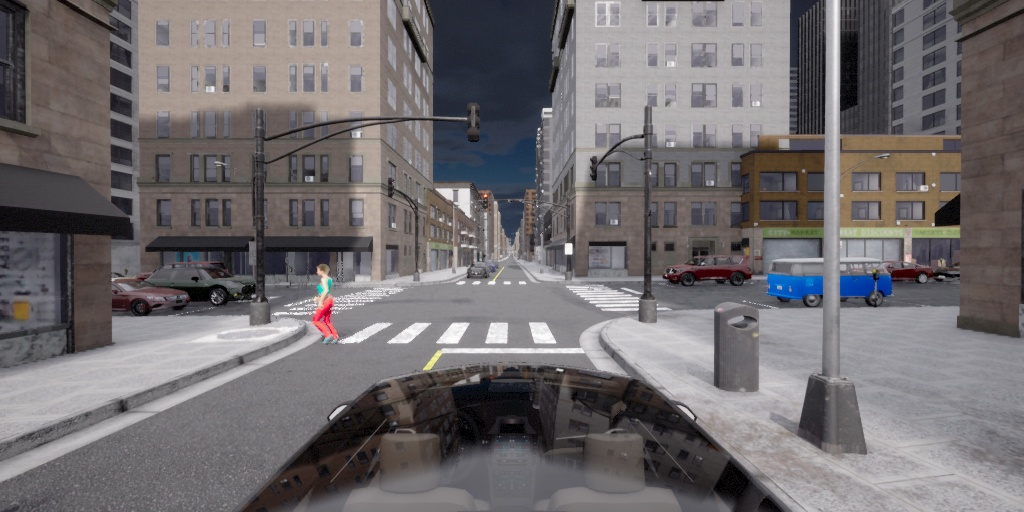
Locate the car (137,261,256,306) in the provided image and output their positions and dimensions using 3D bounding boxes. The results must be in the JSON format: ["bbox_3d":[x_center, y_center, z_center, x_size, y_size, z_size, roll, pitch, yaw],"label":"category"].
[{"bbox_3d":[-14.005,1.269,16.351,4.553,1.767,2.097,-1,0,0],"label":"car"}]

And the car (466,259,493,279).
[{"bbox_3d":[-3.083,1.259,33.387,1.837,1.490,4.892,0,0,0],"label":"car"}]

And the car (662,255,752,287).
[{"bbox_3d":[12.103,0.872,22.291,5.009,1.841,2.192,0,0,0],"label":"car"}]

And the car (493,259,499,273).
[{"bbox_3d":[-3.072,1.117,44.244,2.097,1.767,4.553,0,0,0],"label":"car"}]

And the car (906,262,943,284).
[{"bbox_3d":[23.321,0.964,22.315,4.507,1.381,1.888,0,0,0],"label":"car"}]

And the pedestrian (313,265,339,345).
[{"bbox_3d":[-4.197,1.043,8.044,0.375,1.860,0.375,0,0,0],"label":"pedestrian"}]

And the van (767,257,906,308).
[{"bbox_3d":[12.122,0.957,13.766,3.998,1.789,1.690,0,0,0],"label":"van"}]

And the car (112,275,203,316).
[{"bbox_3d":[-14.814,1.528,13.708,4.207,1.307,1.802,0,0,0],"label":"car"}]

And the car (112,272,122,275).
[{"bbox_3d":[-26.012,1.551,22.210,4.829,1.417,1.751,0,0,0],"label":"car"}]

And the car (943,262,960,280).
[{"bbox_3d":[28.930,0.916,22.327,4.313,1.339,1.948,0,0,0],"label":"car"}]
